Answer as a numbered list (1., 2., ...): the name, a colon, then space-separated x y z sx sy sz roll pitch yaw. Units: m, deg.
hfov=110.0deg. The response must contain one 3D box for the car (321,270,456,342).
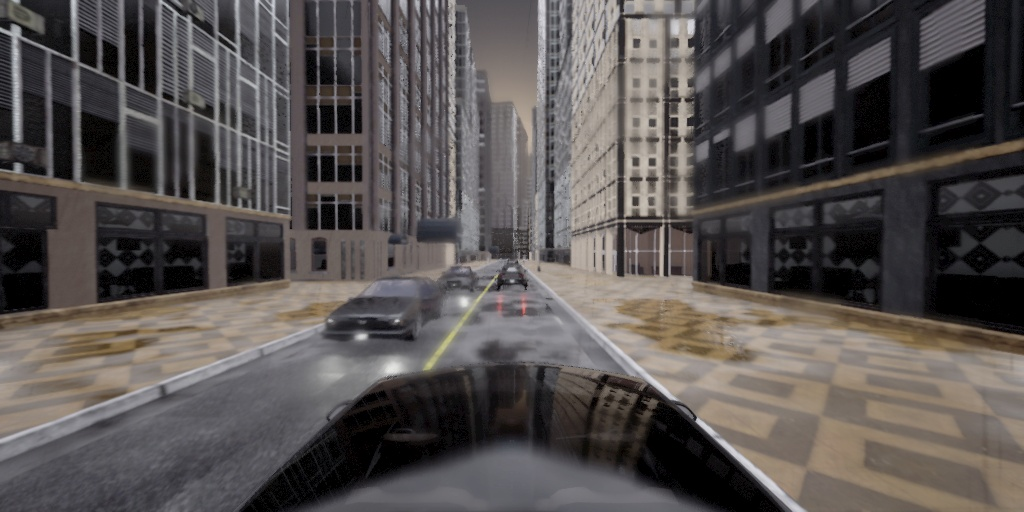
1. car: -3.096 1.284 10.039 2.033 1.411 5.357 0 0 0

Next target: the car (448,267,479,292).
1. car: -3.003 1.307 20.578 1.994 1.385 4.181 0 0 0

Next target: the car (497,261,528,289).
1. car: 0.033 1.244 22.609 1.812 1.442 4.674 0 0 1
